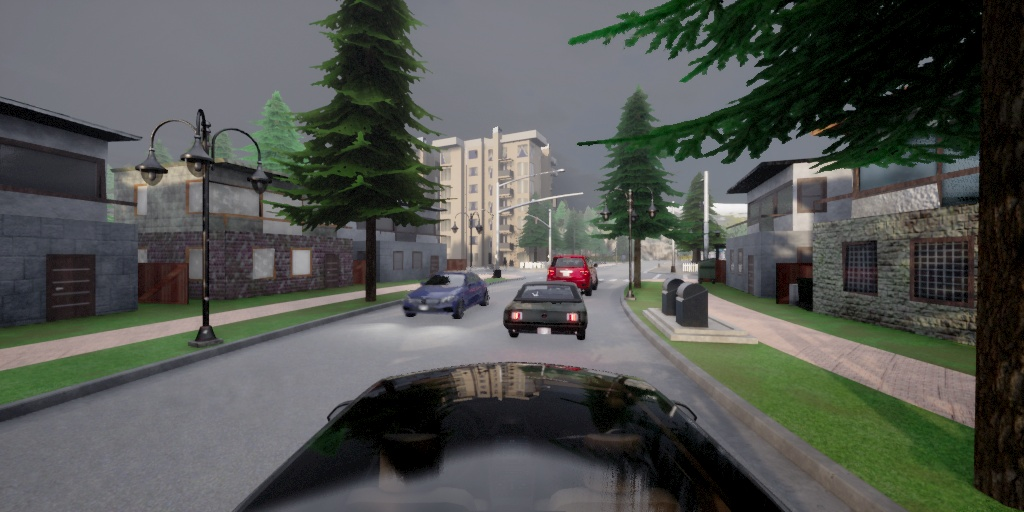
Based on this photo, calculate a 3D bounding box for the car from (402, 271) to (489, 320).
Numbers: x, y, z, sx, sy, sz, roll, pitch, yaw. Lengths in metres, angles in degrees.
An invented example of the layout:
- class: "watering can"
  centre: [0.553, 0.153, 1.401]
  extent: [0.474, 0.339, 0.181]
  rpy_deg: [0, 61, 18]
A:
- class: "car"
  centre: [-2.148, 1.276, 12.943]
  extent: [1.812, 1.442, 4.674]
  rpy_deg: [0, 0, 12]

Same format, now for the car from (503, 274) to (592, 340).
- class: "car"
  centre: [1.076, 1.351, 10.025]
  extent: [1.895, 1.301, 4.718]
  rpy_deg: [0, 0, 9]

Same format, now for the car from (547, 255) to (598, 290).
- class: "car"
  centre: [3.379, 0.971, 19.519]
  extent: [2.150, 2.045, 5.566]
  rpy_deg: [0, 0, 18]
